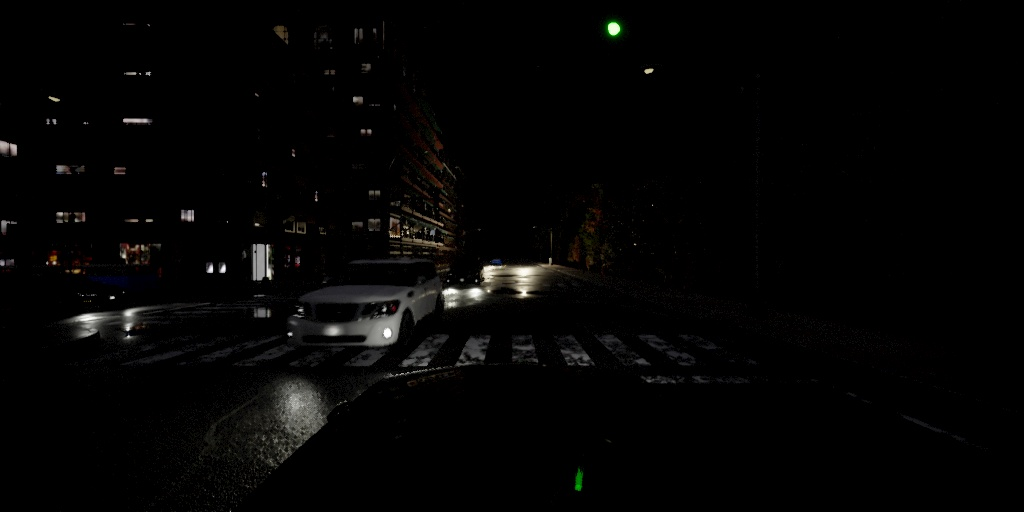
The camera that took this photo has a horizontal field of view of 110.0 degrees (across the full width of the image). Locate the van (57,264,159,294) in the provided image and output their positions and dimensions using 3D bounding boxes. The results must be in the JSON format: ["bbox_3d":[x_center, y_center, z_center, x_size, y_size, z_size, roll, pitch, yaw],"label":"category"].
[{"bbox_3d":[-22.673,1.352,20.426,3.998,1.789,1.690,0,0,-1],"label":"van"}]

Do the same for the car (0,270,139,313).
[{"bbox_3d":[-18.793,1.487,14.697,4.892,1.490,1.837,-1,0,0],"label":"car"}]

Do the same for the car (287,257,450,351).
[{"bbox_3d":[-3.240,1.044,9.273,2.150,2.045,5.566,0,-1,0],"label":"car"}]

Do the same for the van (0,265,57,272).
[{"bbox_3d":[-28.275,1.425,20.363,3.998,1.789,1.690,0,0,-1],"label":"van"}]

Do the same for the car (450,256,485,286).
[{"bbox_3d":[-3.193,1.092,25.665,2.150,2.045,5.566,0,2,0],"label":"car"}]
